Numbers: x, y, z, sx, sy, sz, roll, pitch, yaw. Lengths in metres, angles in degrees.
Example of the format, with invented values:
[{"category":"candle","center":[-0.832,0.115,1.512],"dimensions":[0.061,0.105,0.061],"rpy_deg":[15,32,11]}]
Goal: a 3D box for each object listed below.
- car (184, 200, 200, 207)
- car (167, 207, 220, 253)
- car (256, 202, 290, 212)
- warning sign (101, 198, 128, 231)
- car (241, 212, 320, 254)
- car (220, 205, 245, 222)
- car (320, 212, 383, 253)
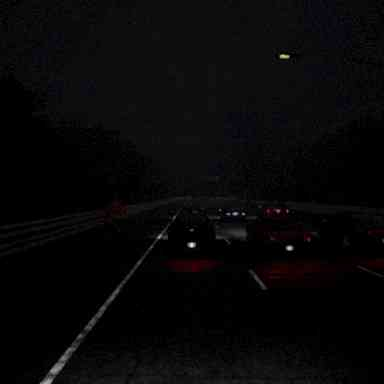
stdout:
[{"category":"car","center":[-0.009,1.786,29.314],"dimensions":[1.837,1.490,4.892],"rpy_deg":[0,0,0]},{"category":"car","center":[-0.003,1.644,14.313],"dimensions":[1.837,1.490,4.892],"rpy_deg":[0,0,0]},{"category":"car","center":[6.988,1.626,29.073],"dimensions":[2.097,1.767,4.553],"rpy_deg":[0,-1,0]},{"category":"warning sign","center":[-4.557,1.302,19.657],"dimensions":[1.300,1.860,1.060],"rpy_deg":[0,0,0]},{"category":"car","center":[3.495,1.735,14.113],"dimensions":[1.895,1.301,4.718],"rpy_deg":[0,-1,0]},{"category":"car","center":[3.488,1.823,28.991],"dimensions":[2.033,1.411,5.357],"rpy_deg":[0,-1,0]},{"category":"car","center":[6.998,1.616,14.487],"dimensions":[1.882,1.535,5.008],"rpy_deg":[0,0,0]}]
